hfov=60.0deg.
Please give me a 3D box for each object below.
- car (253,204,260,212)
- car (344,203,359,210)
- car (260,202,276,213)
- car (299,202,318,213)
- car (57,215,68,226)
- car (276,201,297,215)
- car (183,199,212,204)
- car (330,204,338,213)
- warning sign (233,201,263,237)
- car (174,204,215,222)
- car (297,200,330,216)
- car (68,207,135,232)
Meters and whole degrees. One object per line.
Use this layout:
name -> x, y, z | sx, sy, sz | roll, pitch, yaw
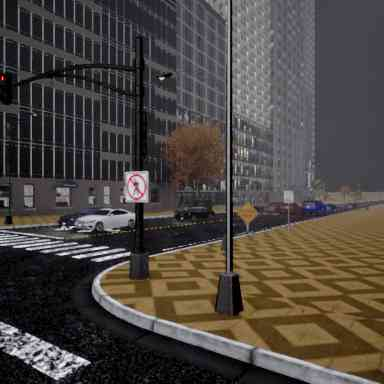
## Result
car -> 10.890, 2.529, 53.857 | 1.895, 1.301, 4.718 | 0, -1, 33
car -> 31.516, 2.837, 65.715 | 1.812, 1.442, 4.674 | 0, -1, 33
car -> 12.464, 2.247, 50.349 | 2.097, 1.767, 4.553 | 0, -1, 33
car -> 19.194, 2.506, 54.728 | 1.882, 1.535, 5.008 | 0, -1, 33
car -> -7.525, 1.873, 25.536 | 2.033, 1.411, 5.357 | 0, -1, 33
car -> 13.848, 2.205, 46.362 | 2.097, 1.767, 4.553 | 0, -1, 33
car -> 0.423, 1.810, 37.833 | 2.150, 2.045, 5.566 | 0, -1, 33
car -> 21.923, 2.558, 52.964 | 1.812, 1.442, 4.674 | 0, -1, 33
warning sign -> 3.115, 1.454, 18.570 | 1.300, 1.860, 1.060 | 1, 1, 33
car -> 0.312, 2.099, 31.676 | 1.895, 1.301, 4.718 | 0, -1, 33
car -> 16.168, 2.065, 43.994 | 2.150, 2.045, 5.566 | 0, -1, 35
car -> -5.649, 1.827, 22.484 | 1.812, 1.442, 4.674 | 0, -1, 33
